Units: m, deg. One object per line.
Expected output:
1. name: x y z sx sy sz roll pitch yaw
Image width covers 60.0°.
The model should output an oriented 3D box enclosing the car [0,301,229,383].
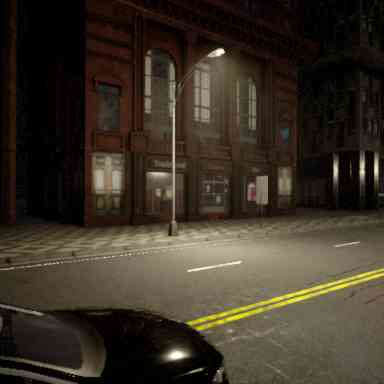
1. car: -1.894 1.492 2.096 4.902 1.511 2.128 0 0 -35
